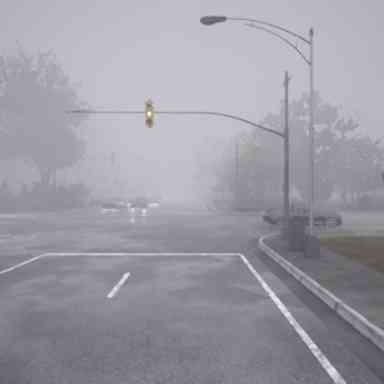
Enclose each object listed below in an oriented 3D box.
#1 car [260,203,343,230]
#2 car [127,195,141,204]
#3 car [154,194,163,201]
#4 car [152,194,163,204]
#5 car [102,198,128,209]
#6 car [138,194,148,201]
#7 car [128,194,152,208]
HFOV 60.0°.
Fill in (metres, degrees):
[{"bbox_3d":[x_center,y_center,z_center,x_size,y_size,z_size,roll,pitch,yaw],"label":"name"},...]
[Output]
[{"bbox_3d":[6.665,1.461,20.423,4.902,1.511,2.128,0,0,-3],"label":"car"},{"bbox_3d":[-10.699,1.395,61.787,1.812,1.442,4.674,0,0,0],"label":"car"},{"bbox_3d":[-7.748,1.217,77.674,1.882,1.535,5.008,0,0,-4],"label":"car"},{"bbox_3d":[-7.213,1.357,62.374,2.128,1.511,4.902,0,0,-1],"label":"car"},{"bbox_3d":[-10.632,1.477,45.051,2.033,1.411,5.357,0,0,0],"label":"car"},{"bbox_3d":[-11.217,1.245,77.047,1.837,1.490,4.892,0,0,-3],"label":"car"},{"bbox_3d":[-7.132,1.431,46.013,1.837,1.490,4.892,0,1,0],"label":"car"}]
